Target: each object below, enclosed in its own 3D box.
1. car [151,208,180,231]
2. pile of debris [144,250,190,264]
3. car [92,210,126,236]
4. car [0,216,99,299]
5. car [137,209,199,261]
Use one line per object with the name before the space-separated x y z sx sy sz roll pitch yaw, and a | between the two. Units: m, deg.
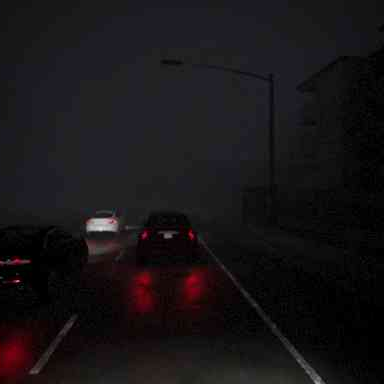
car | -1.974 1.883 23.947 1.895 1.301 4.718 0 -1 -6
pile of debris | -0.904 2.317 11.926 1.500 0.140 1.860 0 -1 -5
car | -5.073 1.776 19.877 1.812 1.442 4.674 0 -1 -6
car | -4.103 1.610 8.713 2.128 1.511 4.902 0 -1 -4
car | -0.965 1.507 13.156 2.097 1.767 4.553 0 -1 -5
